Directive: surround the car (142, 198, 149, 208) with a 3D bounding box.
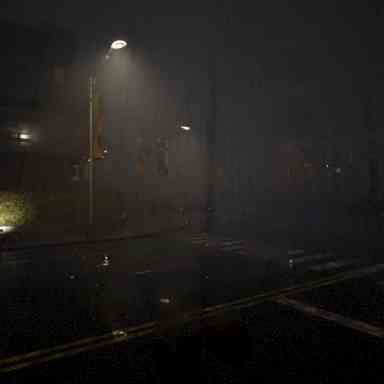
[{"bbox_3d":[-5.089,1.492,45.125,2.128,1.511,4.902,0,0,-34],"label":"car"}]

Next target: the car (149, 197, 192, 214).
[{"bbox_3d":[-2.373,1.526,35.002,1.812,1.442,4.674,0,0,-35],"label":"car"}]

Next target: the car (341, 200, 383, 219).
[{"bbox_3d":[15.754,1.477,29.391,1.882,1.535,5.008,0,0,-35],"label":"car"}]

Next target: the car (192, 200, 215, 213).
[{"bbox_3d":[0.711,1.564,36.697,1.994,1.385,4.181,0,0,-35],"label":"car"}]
